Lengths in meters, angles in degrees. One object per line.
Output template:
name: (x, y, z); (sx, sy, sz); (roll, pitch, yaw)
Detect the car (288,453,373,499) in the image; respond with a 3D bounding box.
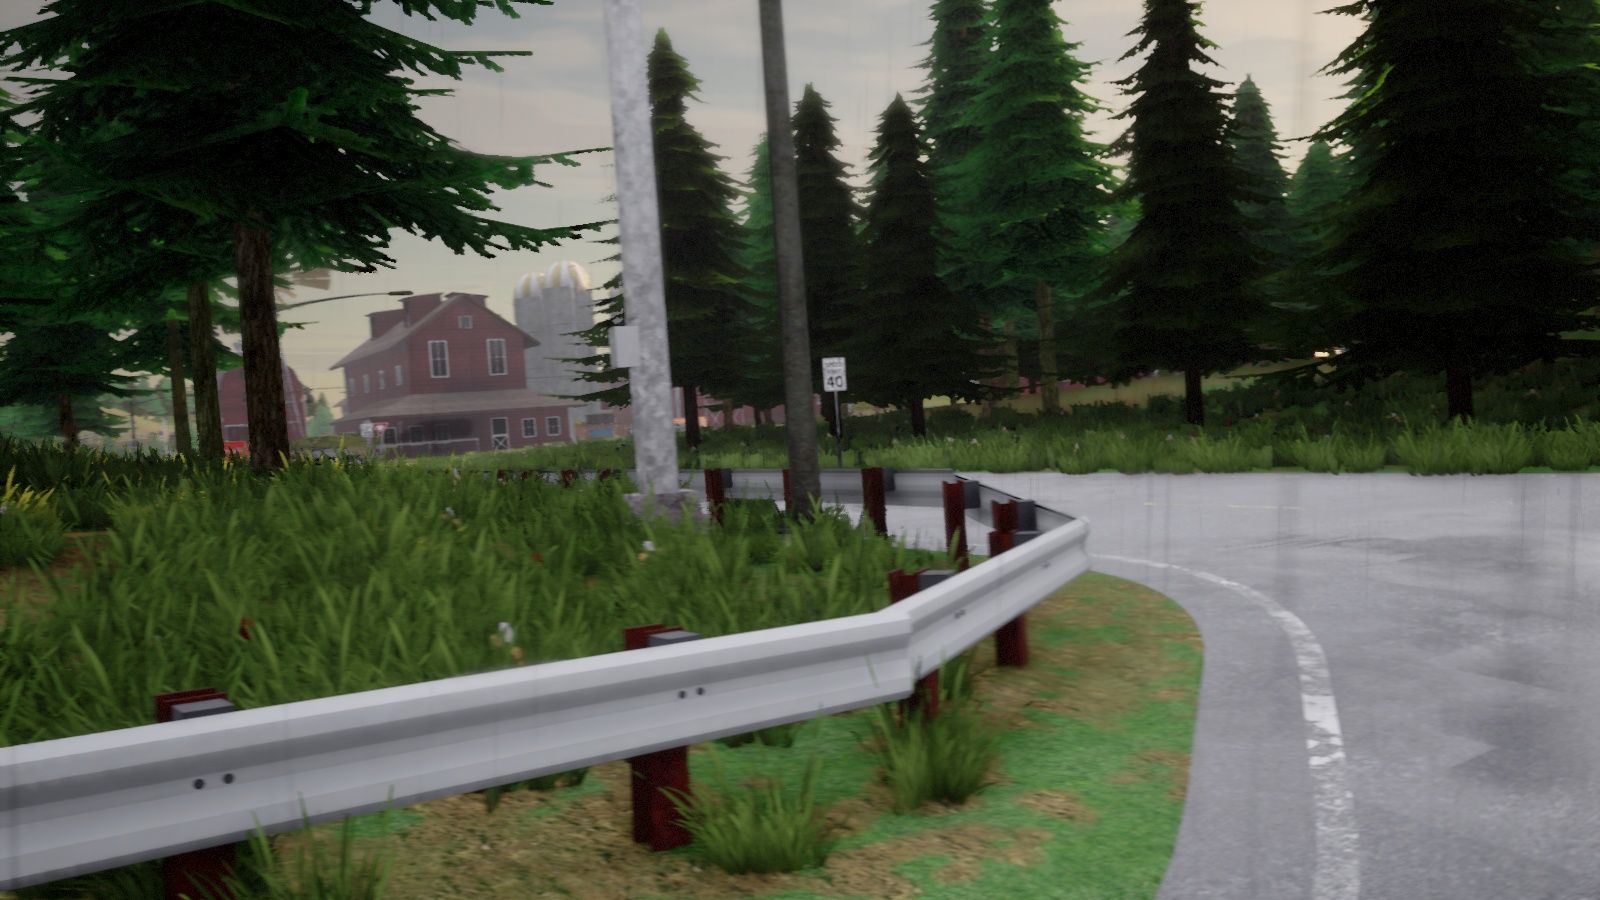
car: (-16.917, 0.955, 45.108); (1.994, 1.385, 4.181); (-6, 2, -31)

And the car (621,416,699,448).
car: (-9.484, -1.209, 84.980); (4.611, 1.667, 2.242); (-6, 2, -31)
